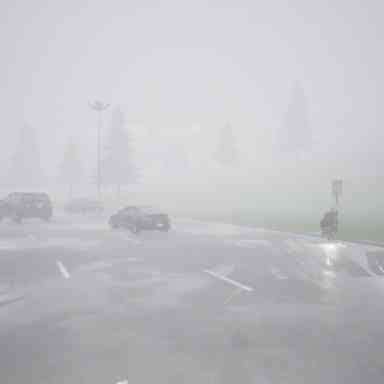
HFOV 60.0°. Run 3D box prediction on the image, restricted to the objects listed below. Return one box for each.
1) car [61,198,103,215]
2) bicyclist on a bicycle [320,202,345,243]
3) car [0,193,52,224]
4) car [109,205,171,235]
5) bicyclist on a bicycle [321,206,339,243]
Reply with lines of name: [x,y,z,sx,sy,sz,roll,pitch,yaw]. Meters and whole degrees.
car: [-10.194,1.298,30.704,4.892,1.490,1.837,0,-1,39]
bicyclist on a bicycle: [6.682,1.409,15.799,0.582,1.656,1.620,11,8,31]
car: [-11.927,1.061,23.399,5.566,2.045,2.150,0,-1,42]
car: [-2.874,1.406,17.941,1.812,1.442,4.674,0,0,-35]
bicyclist on a bicycle: [5.817,1.453,14.060,0.582,1.656,1.620,3,-20,36]
